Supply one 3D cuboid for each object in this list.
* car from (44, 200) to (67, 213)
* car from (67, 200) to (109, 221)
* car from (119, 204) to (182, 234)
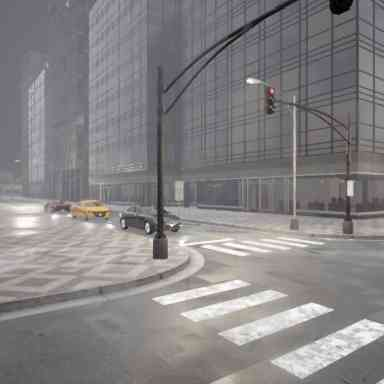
[{"bbox_3d":[-14.478,1.559,35.781,1.895,1.301,4.718,0,0,-36],"label":"car"},{"bbox_3d":[-8.405,1.445,27.293,1.882,1.535,5.008,0,0,-35],"label":"car"},{"bbox_3d":[-2.507,1.484,19.112,1.837,1.490,4.892,0,0,-38],"label":"car"}]
